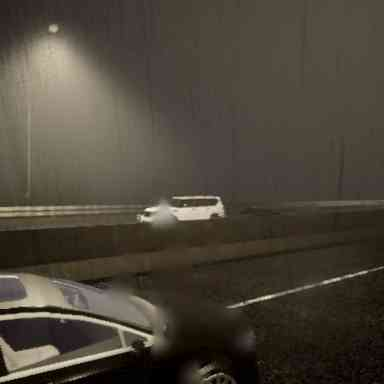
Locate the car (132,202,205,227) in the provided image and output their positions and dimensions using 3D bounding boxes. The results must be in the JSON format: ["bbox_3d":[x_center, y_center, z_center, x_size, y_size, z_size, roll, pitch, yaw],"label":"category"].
[{"bbox_3d":[-1.663,1.541,24.224,4.902,1.511,2.128,0,0,-35],"label":"car"}]

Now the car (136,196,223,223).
[{"bbox_3d":[-0.401,1.268,20.838,5.566,2.045,2.150,0,0,-35],"label":"car"}]

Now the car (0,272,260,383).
[{"bbox_3d":[-1.526,1.493,2.781,4.902,1.511,2.128,0,0,-35],"label":"car"}]

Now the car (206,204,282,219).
[{"bbox_3d":[3.347,1.583,19.189,4.674,1.442,1.812,0,0,-35],"label":"car"}]
